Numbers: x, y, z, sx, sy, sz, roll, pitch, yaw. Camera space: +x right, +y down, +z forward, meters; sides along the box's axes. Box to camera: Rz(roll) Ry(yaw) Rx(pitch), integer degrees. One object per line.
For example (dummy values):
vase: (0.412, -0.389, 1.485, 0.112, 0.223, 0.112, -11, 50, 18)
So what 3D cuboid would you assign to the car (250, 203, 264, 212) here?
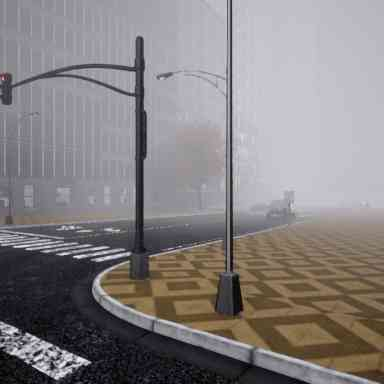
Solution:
car: (11.061, 2.497, 54.048, 1.994, 1.385, 4.181, 0, -1, 33)

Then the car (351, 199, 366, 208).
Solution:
car: (42.288, 3.147, 84.351, 1.882, 1.535, 5.008, 0, -1, 33)

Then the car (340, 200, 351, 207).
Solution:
car: (39.560, 3.205, 86.117, 2.033, 1.411, 5.357, 0, -1, 33)

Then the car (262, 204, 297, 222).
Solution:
car: (8.790, 2.170, 32.598, 1.994, 1.385, 4.181, 0, -1, 33)

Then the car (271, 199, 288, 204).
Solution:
car: (13.776, 2.158, 52.262, 2.150, 2.045, 5.566, 0, -1, 33)
